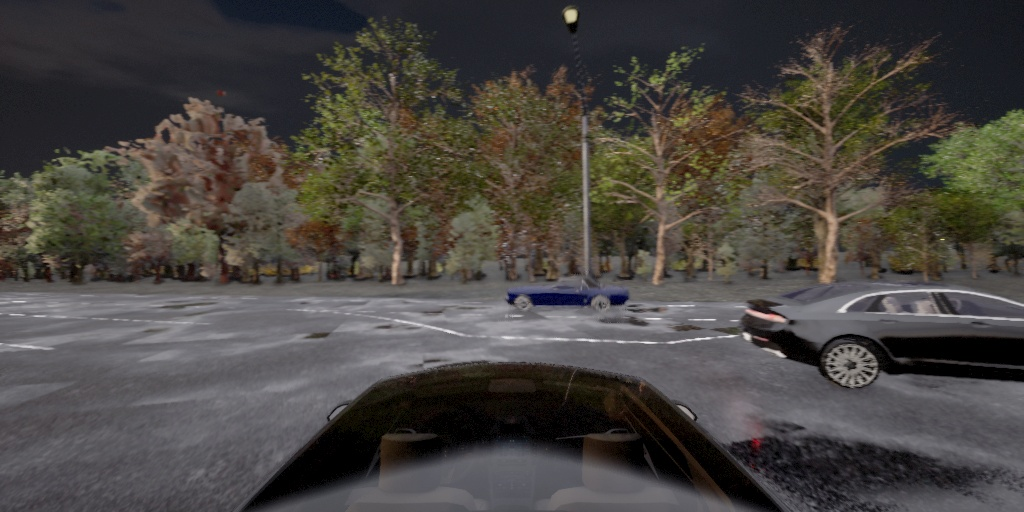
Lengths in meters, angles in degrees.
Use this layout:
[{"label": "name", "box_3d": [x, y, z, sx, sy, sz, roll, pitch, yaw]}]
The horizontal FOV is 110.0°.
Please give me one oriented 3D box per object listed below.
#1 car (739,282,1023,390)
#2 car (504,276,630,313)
[{"label": "car", "box_3d": [6.440, 1.156, 5.631, 4.902, 1.511, 2.128, -1, -1, 16]}, {"label": "car", "box_3d": [2.133, 1.470, 14.114, 4.718, 1.301, 1.895, -1, -1, 16]}]
